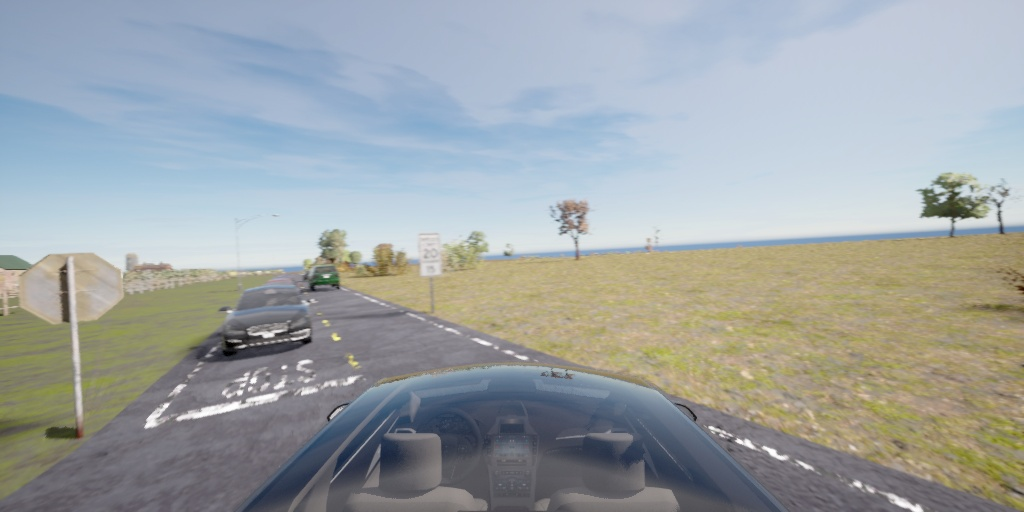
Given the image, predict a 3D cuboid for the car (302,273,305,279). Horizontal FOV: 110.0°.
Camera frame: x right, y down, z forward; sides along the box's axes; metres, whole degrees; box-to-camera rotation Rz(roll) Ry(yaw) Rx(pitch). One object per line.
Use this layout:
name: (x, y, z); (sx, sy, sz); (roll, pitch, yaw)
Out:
car: (-28.526, 2.826, 50.733); (1.837, 1.490, 4.892); (-3, 0, -32)

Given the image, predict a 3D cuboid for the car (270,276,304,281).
car: (-12.114, 1.940, 18.766); (1.812, 1.442, 4.674); (-3, 0, -32)

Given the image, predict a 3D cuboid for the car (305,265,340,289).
car: (-16.342, 1.857, 31.112); (2.150, 2.045, 5.566); (-3, 0, -32)

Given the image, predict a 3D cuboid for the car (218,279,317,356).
car: (-6.834, 1.631, 10.251); (1.837, 1.490, 4.892); (-3, 0, -32)
